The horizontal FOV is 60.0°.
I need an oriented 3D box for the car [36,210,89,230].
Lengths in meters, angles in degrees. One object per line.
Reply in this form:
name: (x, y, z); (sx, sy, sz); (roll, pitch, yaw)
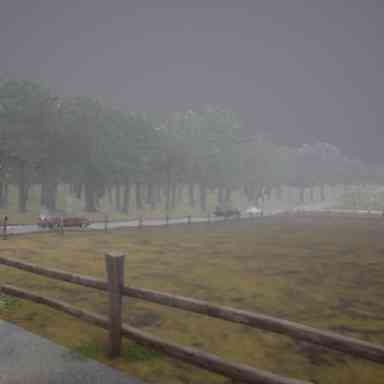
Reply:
car: (-11.687, 2.420, 30.421); (2.097, 1.767, 4.553); (2, -1, 35)

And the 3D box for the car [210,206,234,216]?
car: (5.387, 3.416, 59.368); (2.128, 1.511, 4.902); (2, 0, 36)

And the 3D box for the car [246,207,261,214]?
car: (11.912, 3.640, 63.805); (1.812, 1.442, 4.674); (2, 0, 35)

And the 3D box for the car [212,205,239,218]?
car: (5.765, 3.162, 55.019); (2.150, 2.045, 5.566); (2, 0, 36)
